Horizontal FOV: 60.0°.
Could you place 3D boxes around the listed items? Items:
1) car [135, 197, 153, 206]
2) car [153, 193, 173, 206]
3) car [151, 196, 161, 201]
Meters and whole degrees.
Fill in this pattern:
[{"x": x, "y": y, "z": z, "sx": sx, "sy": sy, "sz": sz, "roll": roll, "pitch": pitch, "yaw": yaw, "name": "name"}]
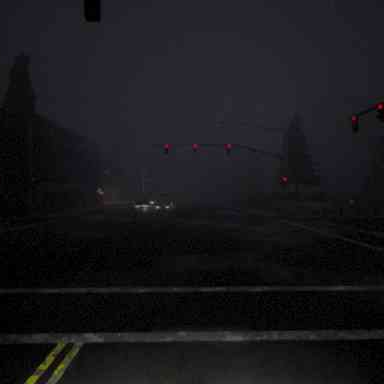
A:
[{"x": -8.136, "y": 1.522, "z": 54.663, "sx": 2.033, "sy": 1.411, "sz": 5.357, "roll": 0, "pitch": 0, "yaw": -1, "name": "car"}, {"x": -4.695, "y": 1.187, "z": 54.405, "sx": 2.150, "sy": 2.045, "sz": 5.566, "roll": 0, "pitch": 0, "yaw": -1, "name": "car"}, {"x": -8.568, "y": 1.529, "z": 79.109, "sx": 1.895, "sy": 1.301, "sz": 4.718, "roll": 0, "pitch": 0, "yaw": -1, "name": "car"}]
